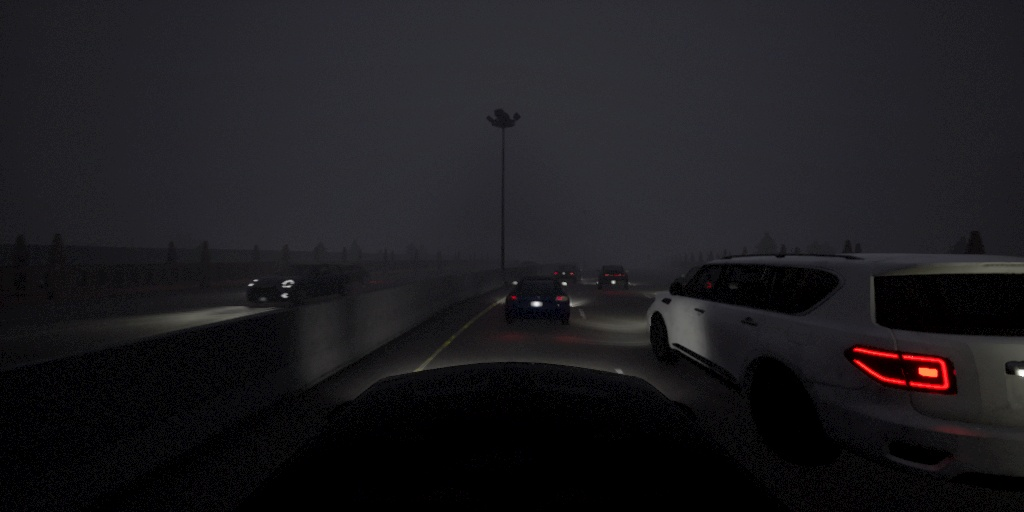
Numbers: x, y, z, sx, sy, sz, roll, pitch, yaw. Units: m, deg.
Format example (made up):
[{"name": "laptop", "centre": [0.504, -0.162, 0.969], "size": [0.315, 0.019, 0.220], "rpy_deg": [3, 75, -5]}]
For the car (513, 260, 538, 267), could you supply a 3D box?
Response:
[{"name": "car", "centre": [2.033, 1.392, 45.711], "size": [1.837, 1.490, 4.892], "rpy_deg": [0, -1, 18]}]

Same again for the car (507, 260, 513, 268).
[{"name": "car", "centre": [0.540, 1.433, 64.588], "size": [1.837, 1.490, 4.892], "rpy_deg": [0, 0, 17]}]

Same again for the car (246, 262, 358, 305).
[{"name": "car", "centre": [-9.321, 1.097, 16.110], "size": [2.097, 1.767, 4.553], "rpy_deg": [0, 0, 9]}]

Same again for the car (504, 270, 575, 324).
[{"name": "car", "centre": [0.912, 1.348, 12.204], "size": [1.994, 1.385, 4.181], "rpy_deg": [0, 0, 6]}]

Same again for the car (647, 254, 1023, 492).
[{"name": "car", "centre": [3.764, 1.000, 5.060], "size": [2.150, 2.045, 5.566], "rpy_deg": [0, 0, 3]}]

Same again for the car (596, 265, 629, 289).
[{"name": "car", "centre": [6.774, 1.352, 24.169], "size": [1.837, 1.490, 4.892], "rpy_deg": [0, 0, 14]}]

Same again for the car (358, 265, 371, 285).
[{"name": "car", "centre": [-11.463, 1.262, 23.951], "size": [1.837, 1.490, 4.892], "rpy_deg": [0, 0, 13]}]

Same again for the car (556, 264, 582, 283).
[{"name": "car", "centre": [4.650, 1.400, 29.725], "size": [2.033, 1.411, 5.357], "rpy_deg": [0, 0, 17]}]

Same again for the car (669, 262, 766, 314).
[{"name": "car", "centre": [8.416, 1.182, 15.251], "size": [2.097, 1.767, 4.553], "rpy_deg": [0, 0, 9]}]
